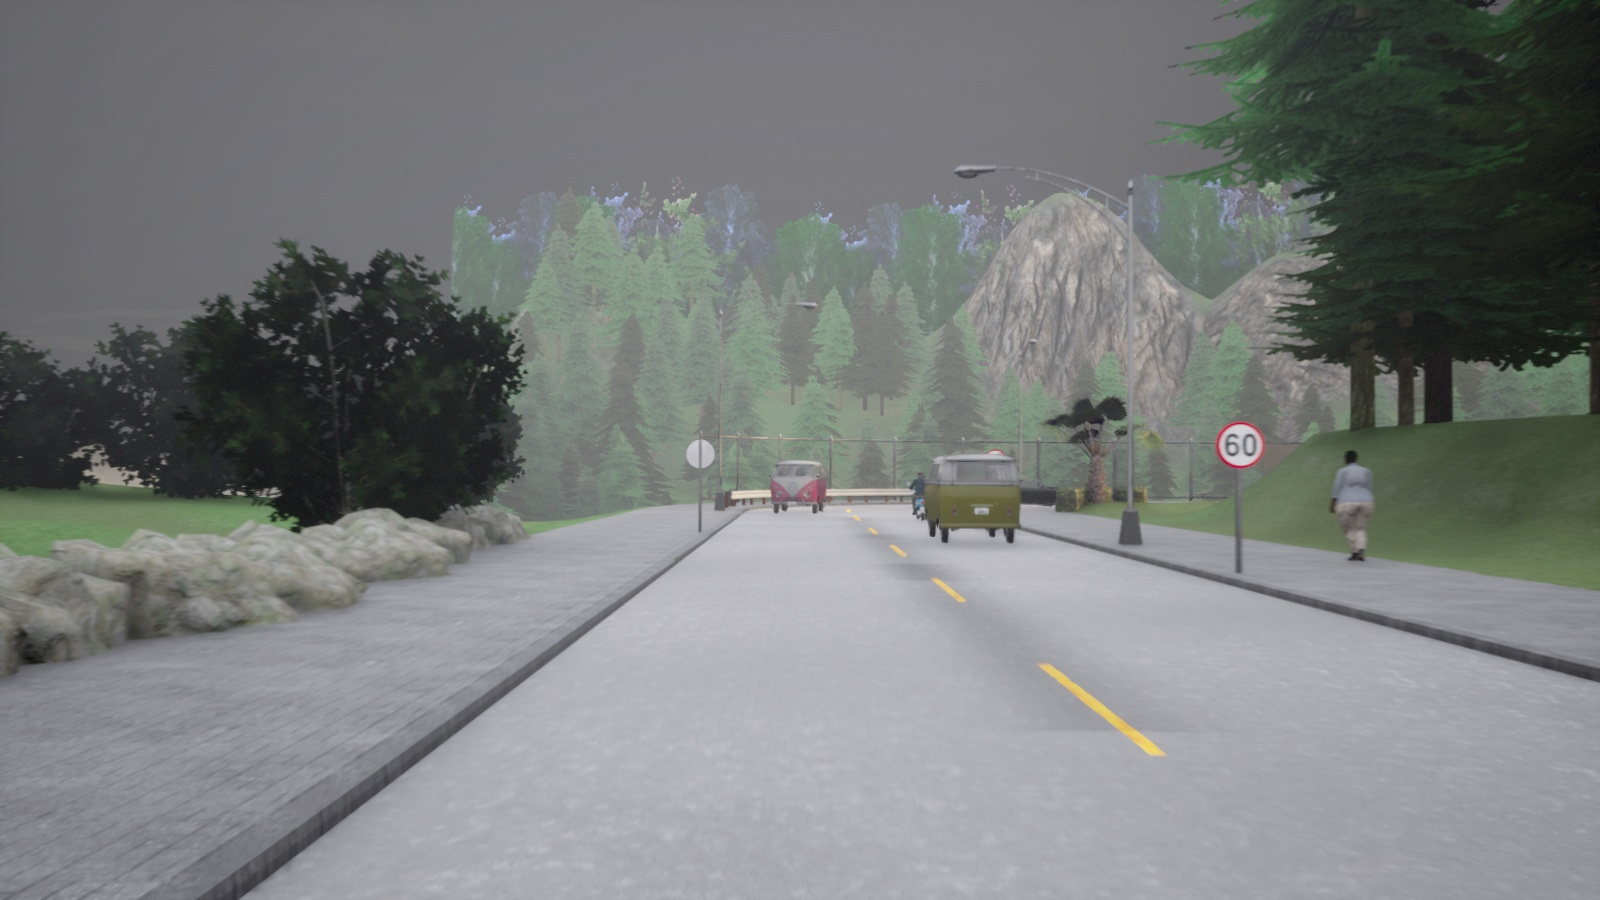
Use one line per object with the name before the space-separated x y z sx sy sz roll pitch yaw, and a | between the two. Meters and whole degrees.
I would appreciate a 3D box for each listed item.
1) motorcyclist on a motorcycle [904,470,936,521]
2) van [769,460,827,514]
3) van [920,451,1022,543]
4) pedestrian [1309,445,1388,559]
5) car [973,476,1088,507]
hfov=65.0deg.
motorcyclist on a motorcycle | 3.904 1.457 40.874 0.866 1.590 1.817 0 -1 0
van | -0.030 1.396 48.040 1.775 1.987 4.442 0 -1 6
van | 3.929 1.061 29.539 1.775 1.987 4.442 0 -1 0
pedestrian | 9.148 0.850 20.977 0.874 1.855 0.900 0 -1 -2
car | 10.232 1.837 55.812 4.718 1.301 1.895 0 -1 -18
